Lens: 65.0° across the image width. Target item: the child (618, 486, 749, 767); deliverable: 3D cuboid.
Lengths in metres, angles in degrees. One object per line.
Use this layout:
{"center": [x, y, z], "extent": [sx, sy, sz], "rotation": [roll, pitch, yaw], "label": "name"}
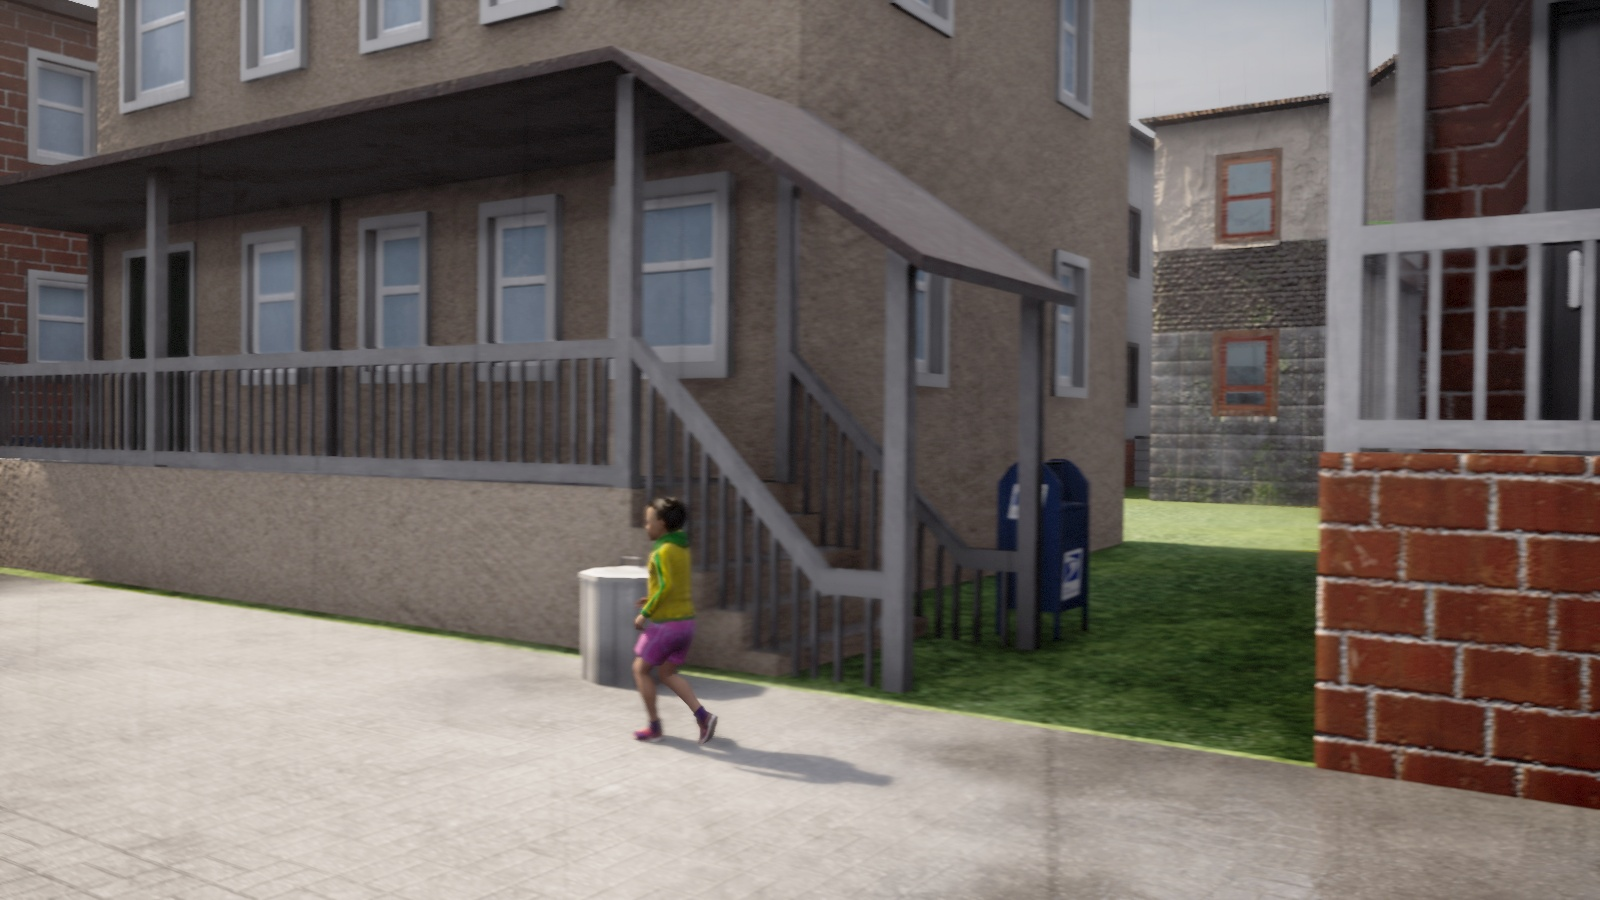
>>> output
{"center": [-0.505, 0.744, 5.474], "extent": [0.473, 1.160, 0.299], "rotation": [0, 1, 24], "label": "child"}
